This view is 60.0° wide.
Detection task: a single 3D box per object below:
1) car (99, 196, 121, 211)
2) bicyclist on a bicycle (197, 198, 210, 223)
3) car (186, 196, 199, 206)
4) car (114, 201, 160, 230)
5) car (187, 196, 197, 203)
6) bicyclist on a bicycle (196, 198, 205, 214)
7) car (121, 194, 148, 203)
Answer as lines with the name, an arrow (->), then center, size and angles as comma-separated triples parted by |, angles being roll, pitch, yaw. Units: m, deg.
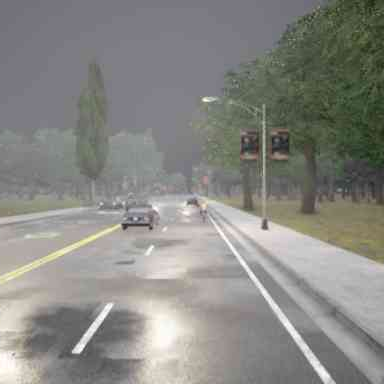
car -> -9.860, 1.376, 40.867 | 2.097, 1.767, 4.553 | 0, 0, 0
bicyclist on a bicycle -> 0.898, 1.452, 24.969 | 0.866, 1.612, 1.509 | 0, 0, 0
car -> 0.060, 1.540, 55.686 | 1.837, 1.490, 4.892 | 0, 0, 0
car -> -3.162, 1.560, 21.097 | 2.033, 1.411, 5.357 | 0, 0, 0
car -> -0.044, 1.573, 74.120 | 2.128, 1.511, 4.902 | 0, 0, 0
bicyclist on a bicycle -> 0.892, 1.458, 34.421 | 0.866, 1.612, 1.509 | 0, 0, 0
car -> -6.616, 1.246, 40.323 | 2.150, 2.045, 5.566 | 0, 0, 0
